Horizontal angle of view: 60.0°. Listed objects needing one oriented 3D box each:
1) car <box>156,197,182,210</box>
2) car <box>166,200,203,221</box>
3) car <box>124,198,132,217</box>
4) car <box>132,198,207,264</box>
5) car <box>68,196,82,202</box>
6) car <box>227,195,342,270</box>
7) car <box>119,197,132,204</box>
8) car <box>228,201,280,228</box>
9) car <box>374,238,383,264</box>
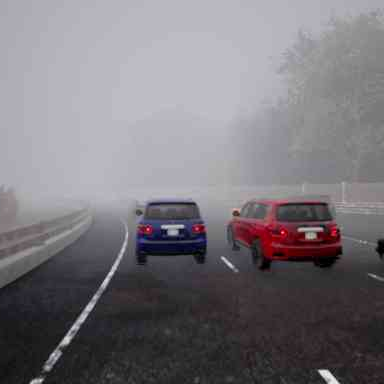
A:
[{"bbox_3d":[-3.269,1.519,45.986,1.882,1.535,5.008,0,0,-26],"label":"car"},{"bbox_3d":[-0.762,1.515,28.977,2.128,1.511,4.902,0,0,-15],"label":"car"},{"bbox_3d":[-4.404,1.528,29.014,2.128,1.511,4.902,0,0,-16],"label":"car"},{"bbox_3d":[-0.846,1.233,12.078,2.150,2.045,5.566,0,0,-7],"label":"car"},{"bbox_3d":[-29.186,1.688,82.839,2.128,1.511,4.902,0,0,-41],"label":"car"},{"bbox_3d":[2.750,1.219,11.207,2.150,2.045,5.566,0,0,-7],"label":"car"},{"bbox_3d":[-11.962,1.608,61.478,1.812,1.442,4.674,0,0,-34],"label":"car"},{"bbox_3d":[4.206,1.479,23.471,1.882,1.535,5.008,0,0,-12],"label":"car"},{"bbox_3d":[6.579,1.583,7.942,1.895,1.301,4.718,0,0,-4],"label":"car"}]
